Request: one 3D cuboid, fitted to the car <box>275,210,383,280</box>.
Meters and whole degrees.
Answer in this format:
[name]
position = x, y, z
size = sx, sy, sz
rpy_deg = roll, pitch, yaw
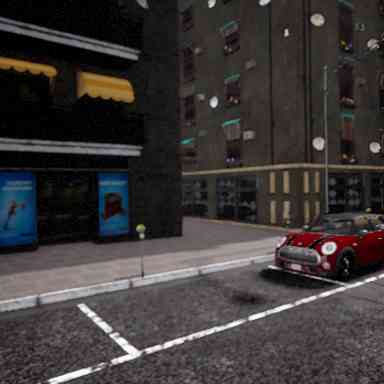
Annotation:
[car]
position = 4.267, 1.367, 9.621
size = 4.097, 1.590, 1.967
rpy_deg = -1, -1, -35
